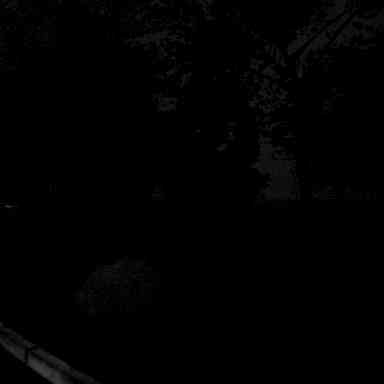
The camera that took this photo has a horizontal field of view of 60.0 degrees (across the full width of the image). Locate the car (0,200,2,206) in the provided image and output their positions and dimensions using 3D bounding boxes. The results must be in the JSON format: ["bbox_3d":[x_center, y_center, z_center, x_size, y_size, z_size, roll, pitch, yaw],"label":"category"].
[{"bbox_3d":[-28.485,1.253,46.511,4.674,1.442,1.812,-1,-1,35],"label":"car"}]
